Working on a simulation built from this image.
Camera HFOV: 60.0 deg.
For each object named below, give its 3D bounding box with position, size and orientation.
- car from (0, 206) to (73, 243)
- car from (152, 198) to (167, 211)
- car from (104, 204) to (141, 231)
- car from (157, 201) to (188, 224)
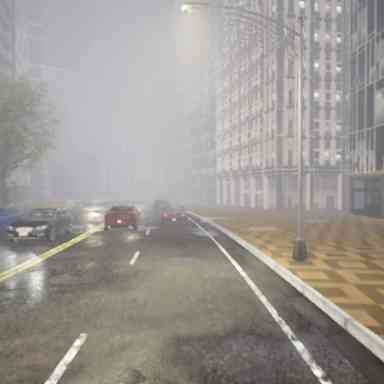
[{"bbox_3d":[-7.343,1.529,16.551,2.128,1.511,4.902,0,0,-4],"label":"car"},{"bbox_3d":[-3.913,1.521,41.305,1.882,1.535,5.008,0,0,-10],"label":"car"},{"bbox_3d":[-4.306,1.509,21.066,1.882,1.535,5.008,0,0,-5],"label":"car"},{"bbox_3d":[-1.459,1.624,25.135,1.895,1.301,4.718,0,0,-6],"label":"car"}]
